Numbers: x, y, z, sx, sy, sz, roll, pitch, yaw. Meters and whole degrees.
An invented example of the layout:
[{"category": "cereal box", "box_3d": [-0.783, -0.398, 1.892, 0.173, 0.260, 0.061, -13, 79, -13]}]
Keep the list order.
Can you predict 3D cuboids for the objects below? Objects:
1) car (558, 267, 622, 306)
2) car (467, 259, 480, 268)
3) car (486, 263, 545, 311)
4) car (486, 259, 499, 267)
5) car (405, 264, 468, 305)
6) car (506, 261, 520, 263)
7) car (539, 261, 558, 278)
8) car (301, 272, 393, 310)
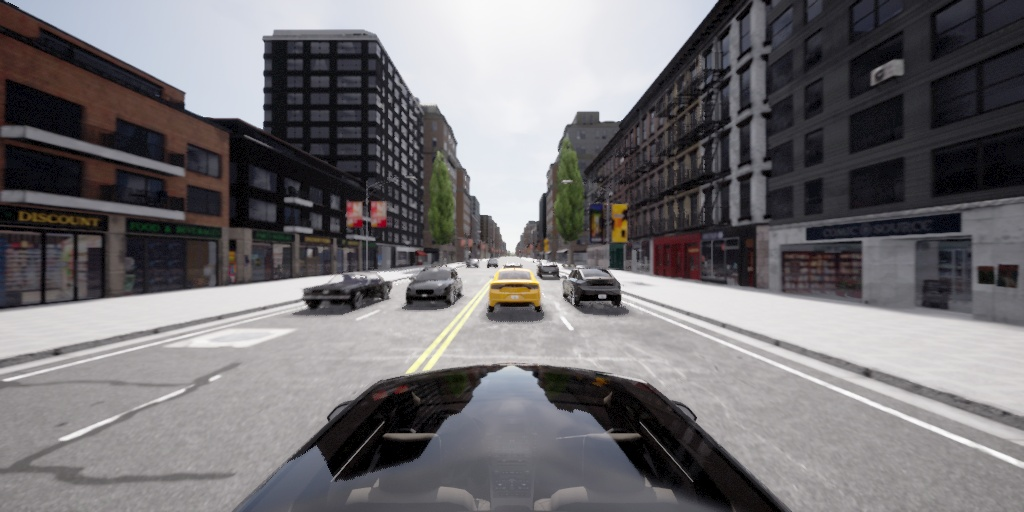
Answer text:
[{"category": "car", "box_3d": [3.351, 1.255, 15.720, 1.837, 1.490, 4.892, 0, 0, 0]}, {"category": "car", "box_3d": [-6.494, 1.238, 60.370, 2.128, 1.511, 4.902, 0, 0, 0]}, {"category": "car", "box_3d": [0.099, 1.228, 14.541, 1.882, 1.535, 5.008, 0, 0, 0]}, {"category": "car", "box_3d": [-3.244, 1.246, 60.373, 1.882, 1.535, 5.008, 0, 0, 0]}, {"category": "car", "box_3d": [-3.349, 1.255, 16.150, 1.837, 1.490, 4.892, 0, 0, 0]}, {"category": "car", "box_3d": [0.103, 1.237, 33.962, 2.128, 1.511, 4.902, 0, 0, 0]}, {"category": "car", "box_3d": [3.355, 1.237, 33.955, 2.128, 1.511, 4.902, 0, 0, 0]}, {"category": "car", "box_3d": [-6.599, 1.351, 14.914, 1.895, 1.301, 4.718, 0, 0, 0]}]
